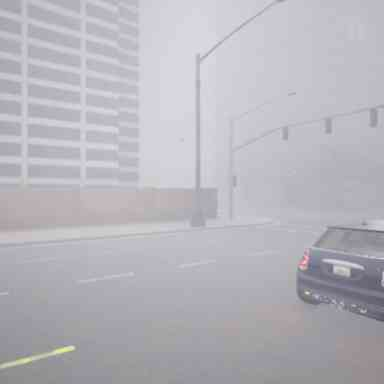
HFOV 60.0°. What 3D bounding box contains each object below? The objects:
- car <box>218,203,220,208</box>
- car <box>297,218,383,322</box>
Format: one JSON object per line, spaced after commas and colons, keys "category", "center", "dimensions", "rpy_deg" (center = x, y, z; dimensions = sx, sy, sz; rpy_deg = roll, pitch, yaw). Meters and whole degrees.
{"category": "car", "center": [1.768, 1.558, 43.963], "dimensions": [1.994, 1.385, 4.181], "rpy_deg": [0, 0, -36]}
{"category": "car", "center": [4.268, 1.350, 6.843], "dimensions": [4.553, 1.767, 2.097], "rpy_deg": [0, 0, -35]}
